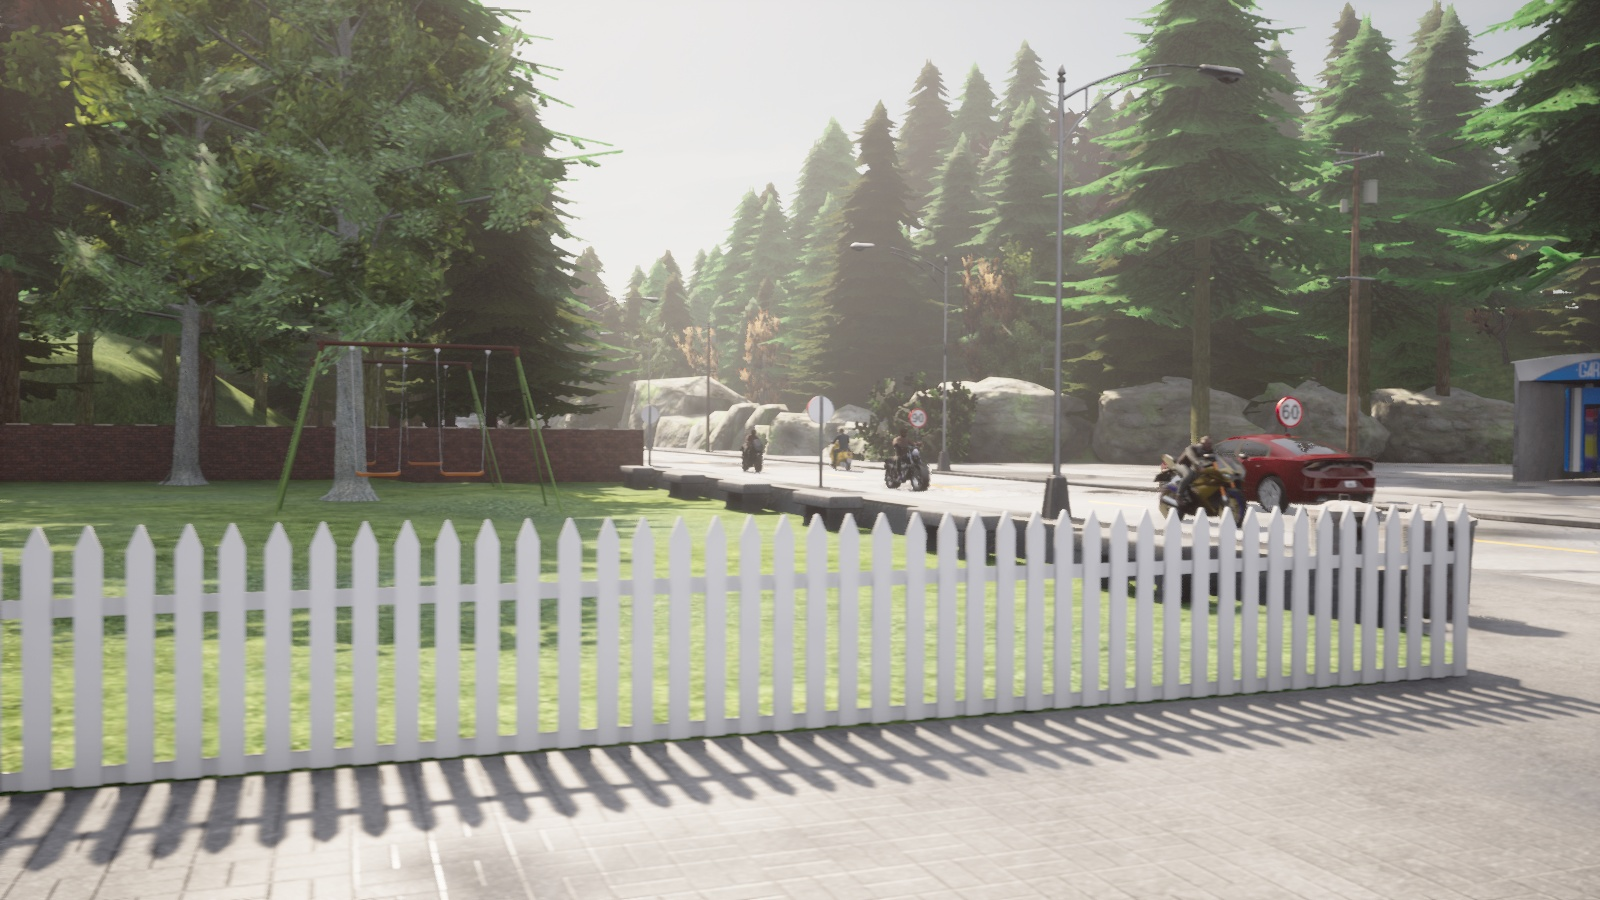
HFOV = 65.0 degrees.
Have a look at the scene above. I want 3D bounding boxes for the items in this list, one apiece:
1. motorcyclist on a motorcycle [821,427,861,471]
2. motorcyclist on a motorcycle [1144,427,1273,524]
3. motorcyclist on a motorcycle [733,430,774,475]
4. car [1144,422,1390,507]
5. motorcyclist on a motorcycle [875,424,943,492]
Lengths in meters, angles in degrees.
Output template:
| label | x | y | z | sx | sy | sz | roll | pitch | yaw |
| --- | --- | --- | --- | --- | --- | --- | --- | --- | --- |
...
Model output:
| label | x | y | z | sx | sy | sz | roll | pitch | yaw |
| --- | --- | --- | --- | --- | --- | --- | --- | --- | --- |
| motorcyclist on a motorcycle | 1.508 | -0.057 | 46.709 | 0.866 | 1.590 | 1.817 | -1 | 1 | -20 |
| motorcyclist on a motorcycle | 6.784 | 0.392 | 21.010 | 0.866 | 1.530 | 2.191 | -1 | 1 | -20 |
| motorcyclist on a motorcycle | -1.631 | 0.062 | 43.674 | 0.797 | 1.523 | 2.044 | -1 | 1 | -20 |
| car | 9.337 | 0.224 | 25.629 | 1.882 | 1.535 | 5.008 | -1 | 1 | -20 |
| motorcyclist on a motorcycle | 2.745 | 0.174 | 31.885 | 0.766 | 1.649 | 2.350 | -1 | 1 | -20 |
